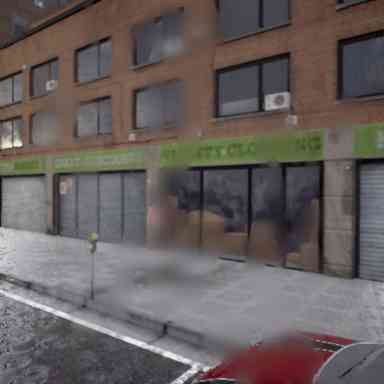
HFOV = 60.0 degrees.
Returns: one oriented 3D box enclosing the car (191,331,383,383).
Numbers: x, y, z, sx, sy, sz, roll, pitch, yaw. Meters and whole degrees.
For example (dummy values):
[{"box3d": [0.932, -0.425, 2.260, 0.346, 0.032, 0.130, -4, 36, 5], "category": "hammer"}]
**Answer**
[{"box3d": [1.674, 1.444, 1.616, 4.097, 1.590, 1.967, 0, 0, 35], "category": "car"}]
